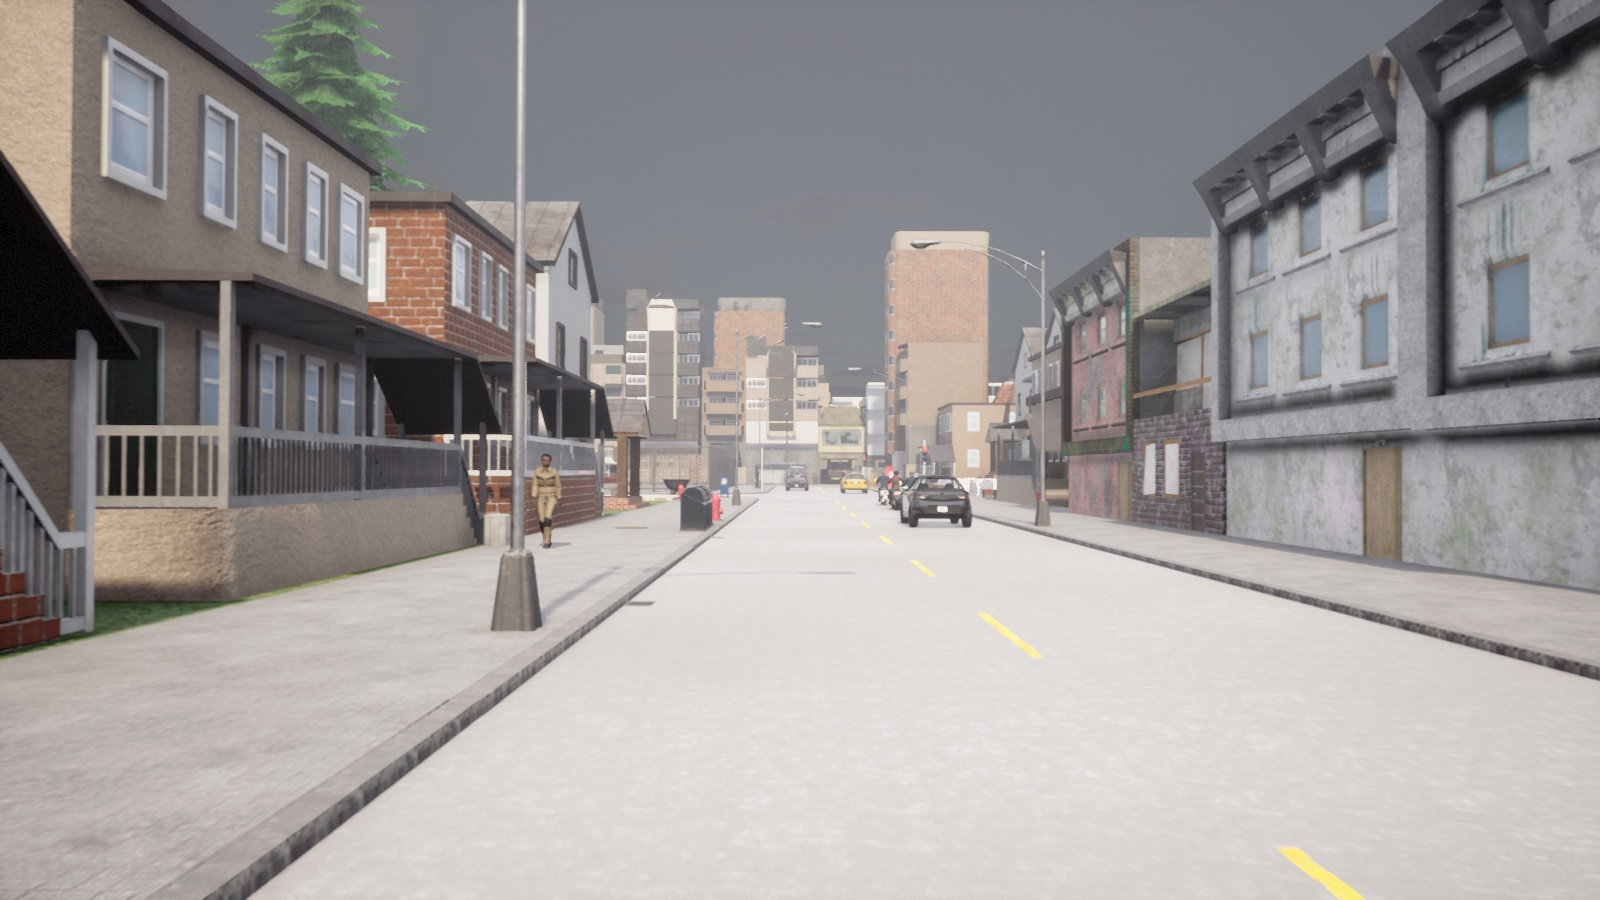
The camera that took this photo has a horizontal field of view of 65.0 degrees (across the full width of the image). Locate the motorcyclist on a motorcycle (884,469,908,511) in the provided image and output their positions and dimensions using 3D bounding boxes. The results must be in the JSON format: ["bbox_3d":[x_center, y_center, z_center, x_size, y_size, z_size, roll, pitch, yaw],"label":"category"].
[{"bbox_3d":[3.882,1.602,50.866,0.766,1.649,2.350,0,-1,0],"label":"motorcyclist on a motorcycle"}]

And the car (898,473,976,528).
[{"bbox_3d":[3.915,1.424,36.512,1.816,1.474,4.193,0,-1,0],"label":"car"}]

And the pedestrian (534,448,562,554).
[{"bbox_3d":[-4.682,0.934,23.331,0.396,1.930,0.692,0,-1,-1],"label":"pedestrian"}]

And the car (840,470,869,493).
[{"bbox_3d":[3.845,2.236,89.410,1.801,1.575,5.366,0,-1,-1],"label":"car"}]
